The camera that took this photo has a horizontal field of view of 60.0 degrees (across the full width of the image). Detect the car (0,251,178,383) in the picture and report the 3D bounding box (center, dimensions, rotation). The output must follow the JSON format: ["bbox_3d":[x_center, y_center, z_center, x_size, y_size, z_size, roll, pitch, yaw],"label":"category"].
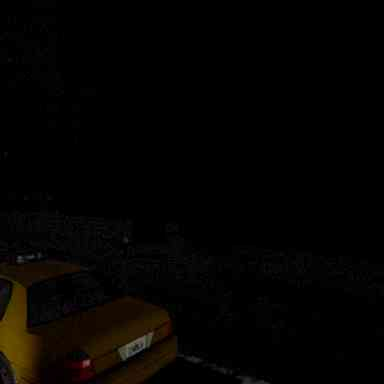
[{"bbox_3d":[-2.441,1.523,4.701,4.829,1.417,1.752,0,0,35],"label":"car"}]
